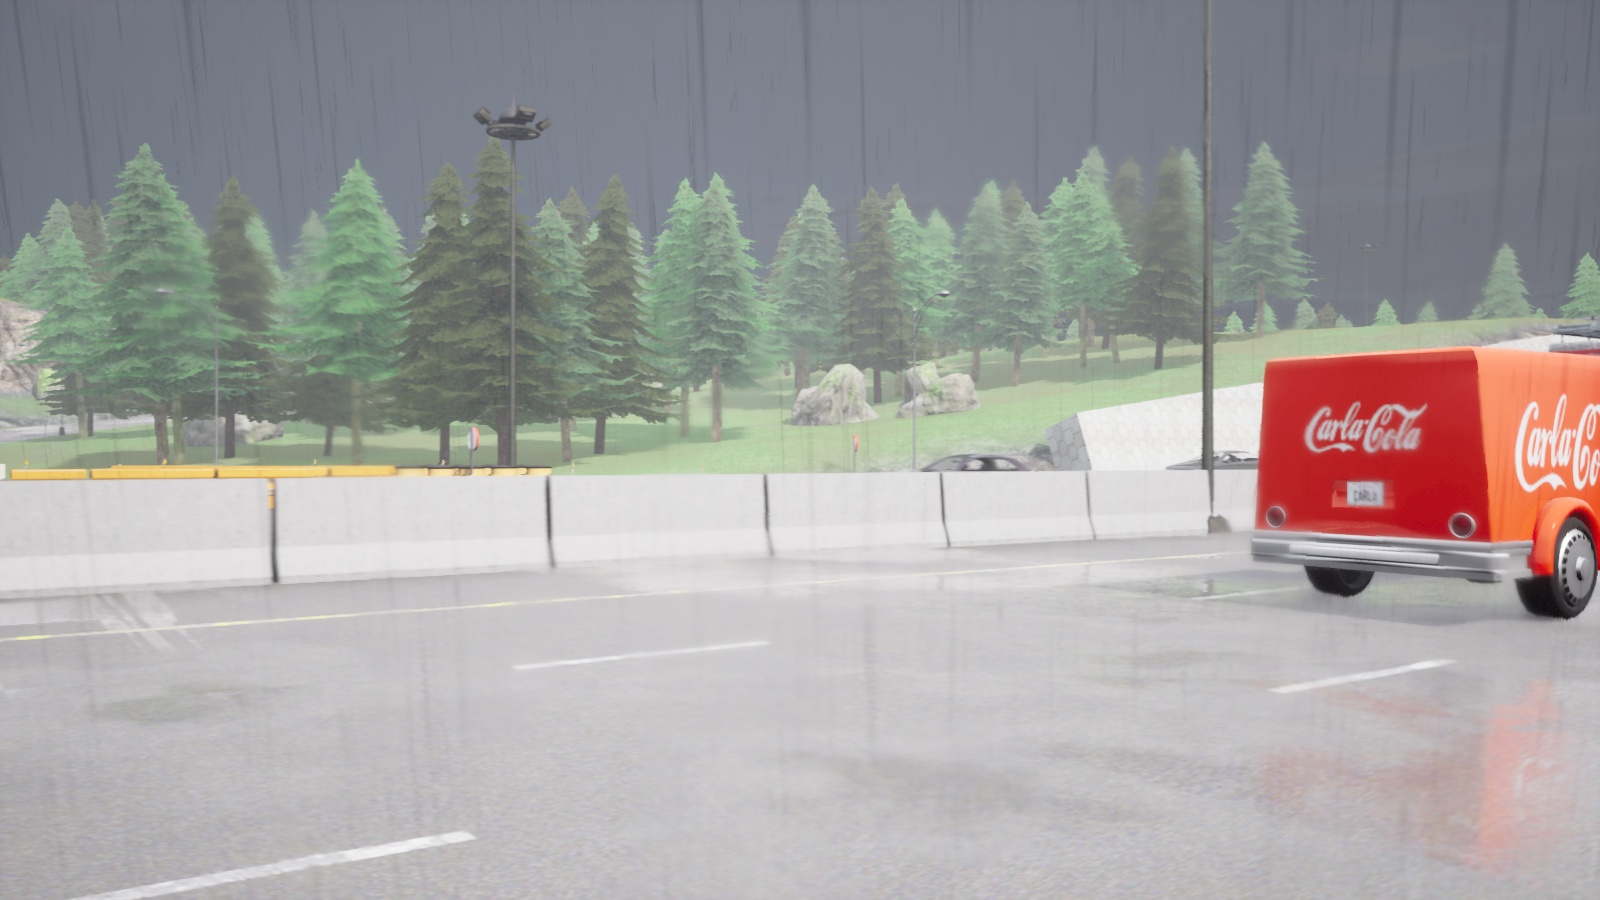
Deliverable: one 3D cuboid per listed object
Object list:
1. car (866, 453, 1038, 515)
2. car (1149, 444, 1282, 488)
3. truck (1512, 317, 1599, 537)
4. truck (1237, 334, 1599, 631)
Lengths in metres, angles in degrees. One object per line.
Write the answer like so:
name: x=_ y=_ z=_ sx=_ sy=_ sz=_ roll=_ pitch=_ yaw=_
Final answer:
car: x=3.901 y=0.828 z=31.960 sx=4.193 sy=1.474 sz=1.816 roll=0 pitch=0 yaw=-35
car: x=16.474 y=0.610 z=49.741 sx=5.027 sy=1.651 sz=2.152 roll=0 pitch=0 yaw=-29
truck: x=17.391 y=-0.397 z=24.297 sx=8.468 sy=3.827 sz=2.891 roll=0 pitch=0 yaw=-35
truck: x=7.266 y=0.275 z=12.982 sx=5.204 sy=2.467 sz=2.627 roll=0 pitch=0 yaw=-35
